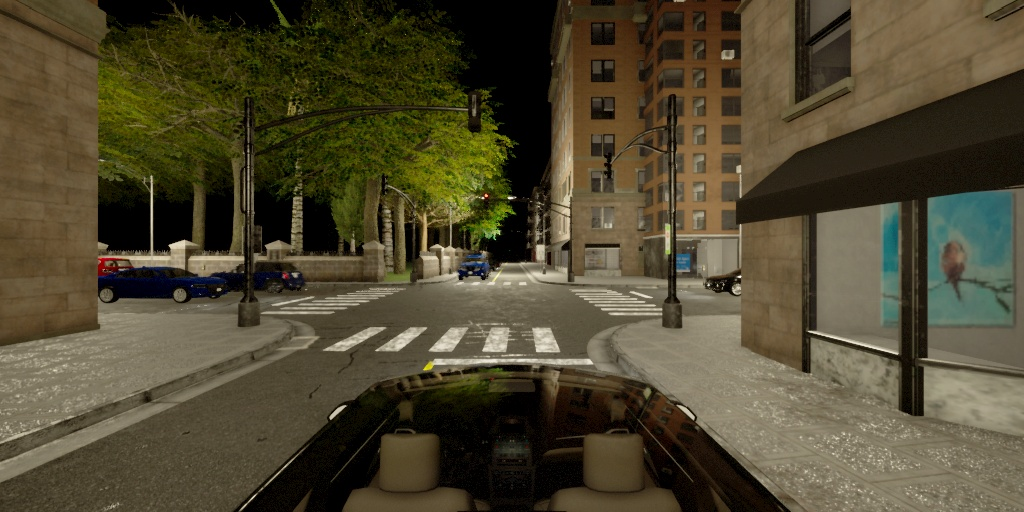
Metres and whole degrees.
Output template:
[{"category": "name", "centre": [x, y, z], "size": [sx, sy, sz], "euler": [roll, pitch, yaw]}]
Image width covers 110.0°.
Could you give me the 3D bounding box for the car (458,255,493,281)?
[{"category": "car", "centre": [-3.140, 0.955, 30.468], "size": [2.150, 2.045, 5.566], "euler": [0, 0, 2]}]

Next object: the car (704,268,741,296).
[{"category": "car", "centre": [12.689, 1.271, 18.705], "size": [4.892, 1.490, 1.837], "euler": [0, 0, 1]}]

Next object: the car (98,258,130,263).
[{"category": "car", "centre": [-25.923, 1.035, 21.800], "size": [5.009, 1.841, 2.192], "euler": [0, 0, 1]}]

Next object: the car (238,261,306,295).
[{"category": "car", "centre": [-13.711, 1.089, 19.160], "size": [4.553, 1.767, 2.097], "euler": [0, 0, -2]}]

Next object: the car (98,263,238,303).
[{"category": "car", "centre": [-15.472, 1.212, 15.883], "size": [5.008, 1.535, 1.882], "euler": [0, 0, 0]}]

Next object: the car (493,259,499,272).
[{"category": "car", "centre": [-3.038, 1.184, 45.378], "size": [1.882, 1.535, 5.008], "euler": [0, 0, 0]}]
